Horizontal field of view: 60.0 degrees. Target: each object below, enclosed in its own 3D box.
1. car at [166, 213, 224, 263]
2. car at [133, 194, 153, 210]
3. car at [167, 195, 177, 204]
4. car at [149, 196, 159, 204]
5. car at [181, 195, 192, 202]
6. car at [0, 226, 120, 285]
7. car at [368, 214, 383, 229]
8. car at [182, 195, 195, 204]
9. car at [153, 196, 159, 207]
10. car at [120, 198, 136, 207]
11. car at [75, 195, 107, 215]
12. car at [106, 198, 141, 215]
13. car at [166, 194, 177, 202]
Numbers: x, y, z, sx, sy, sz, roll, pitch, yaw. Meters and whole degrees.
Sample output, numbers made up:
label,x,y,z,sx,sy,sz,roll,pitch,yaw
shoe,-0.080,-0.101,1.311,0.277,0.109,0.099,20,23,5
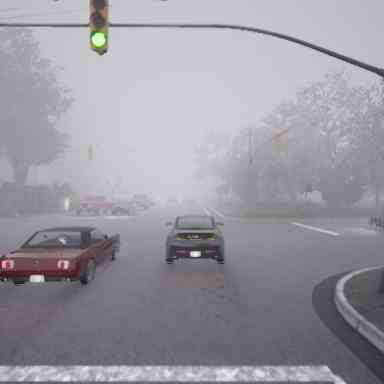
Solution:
label,x,y,z,sx,sy,sz,roll,pitch,yaw
car,0.099,1.542,12.061,1.837,1.490,4.892,0,0,0
car,-7.056,1.346,45.305,2.150,2.045,5.566,0,0,-1
car,-3.997,1.448,66.529,2.097,1.767,4.553,0,0,-4
car,-7.457,1.623,65.763,1.812,1.442,4.674,0,0,-3
car,-1.260,1.429,76.956,2.033,1.411,5.357,0,0,-7
car,-3.400,1.630,9.534,1.895,1.301,4.718,0,0,0
car,13.729,1.606,20.144,5.357,1.411,2.033,0,0,0
car,-0.524,1.657,67.075,1.994,1.385,4.181,0,0,-4
car,-7.109,1.601,55.493,1.882,1.535,5.008,0,0,-1
car,-10.614,1.724,55.624,1.895,1.301,4.718,0,0,-1
car,-10.598,1.327,35.655,2.150,2.045,5.566,0,0,0
car,-7.100,1.651,35.126,2.033,1.411,5.357,0,0,0
car,-4.748,1.412,76.600,2.097,1.767,4.553,0,0,-7
